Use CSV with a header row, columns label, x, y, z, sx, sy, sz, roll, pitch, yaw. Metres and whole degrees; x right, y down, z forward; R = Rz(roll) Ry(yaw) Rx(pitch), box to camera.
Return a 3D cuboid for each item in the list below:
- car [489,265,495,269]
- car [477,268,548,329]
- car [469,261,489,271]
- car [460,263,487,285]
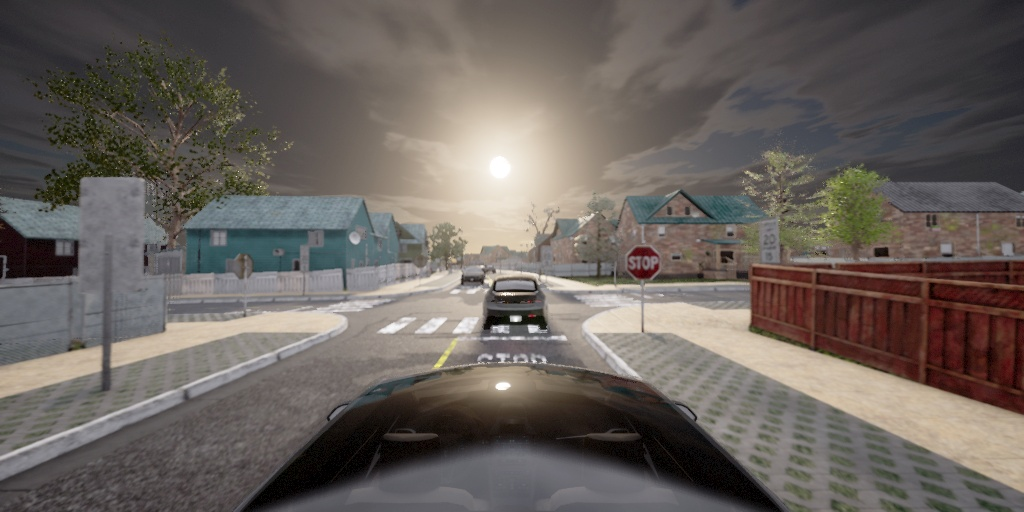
label,x,y,z,sx,sy,sz,roll,pitch,yaw
car,-3.818,2.190,60.462,1.812,1.442,4.674,0,-1,-10
car,0.089,1.354,11.718,1.837,1.490,4.892,0,1,0
car,-4.272,1.569,42.790,2.150,2.045,5.566,0,0,-6
car,-3.324,1.630,30.696,1.882,1.535,5.008,0,-1,-4
